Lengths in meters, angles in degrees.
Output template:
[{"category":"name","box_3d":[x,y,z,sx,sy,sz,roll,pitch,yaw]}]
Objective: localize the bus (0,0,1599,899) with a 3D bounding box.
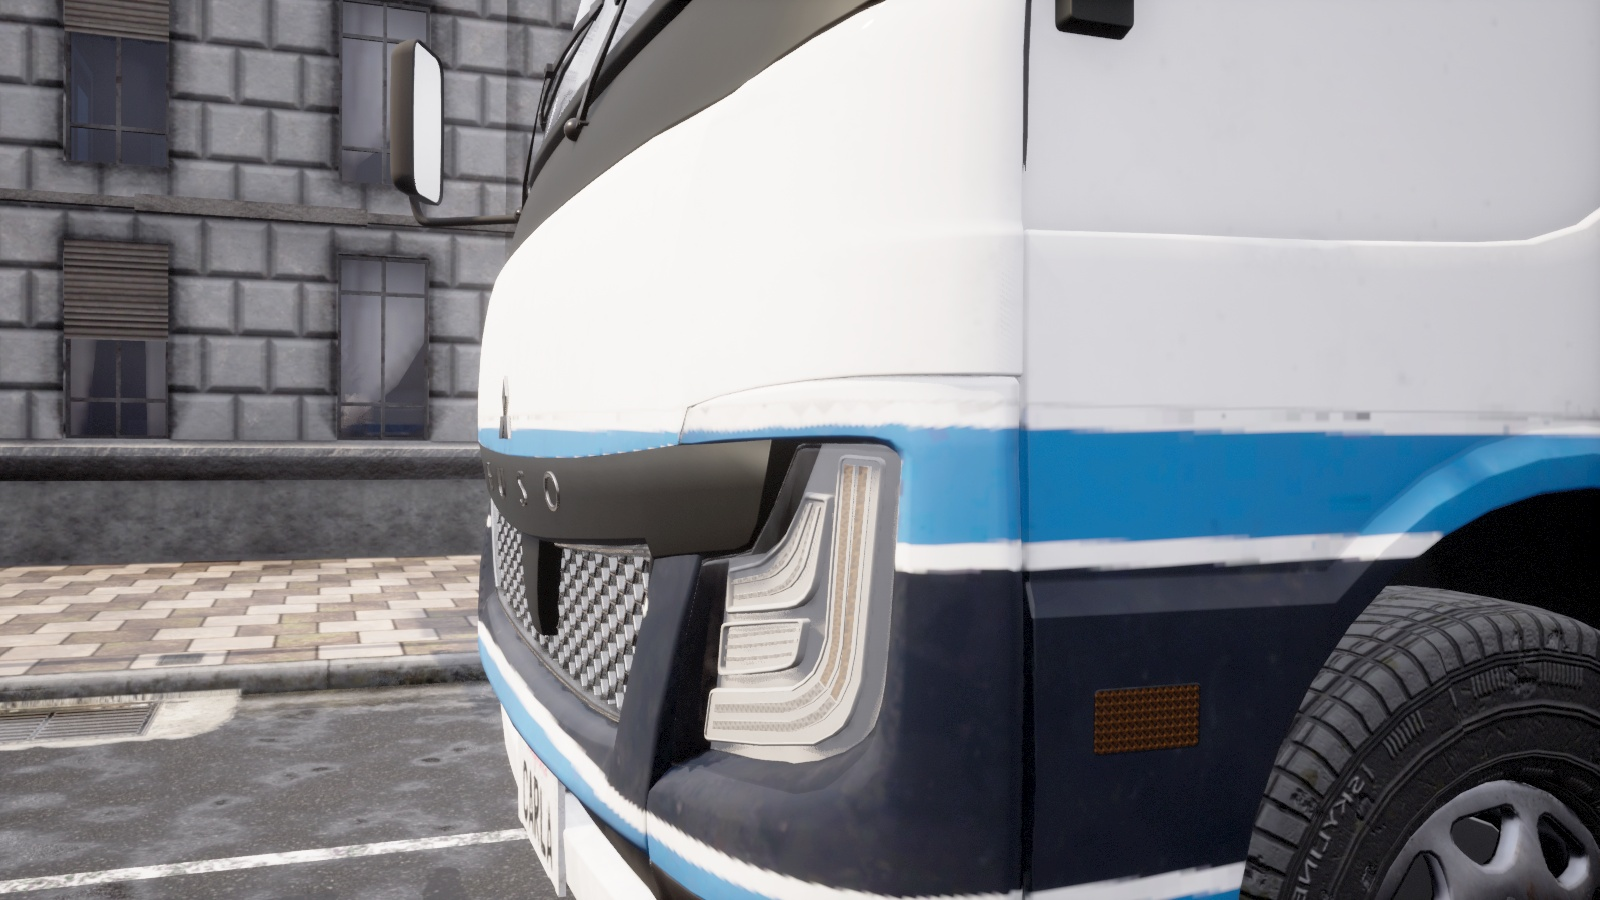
[{"category":"bus","box_3d":[3.496,-0.691,4.578,10.273,4.253,3.944,-1,1,-21]}]
